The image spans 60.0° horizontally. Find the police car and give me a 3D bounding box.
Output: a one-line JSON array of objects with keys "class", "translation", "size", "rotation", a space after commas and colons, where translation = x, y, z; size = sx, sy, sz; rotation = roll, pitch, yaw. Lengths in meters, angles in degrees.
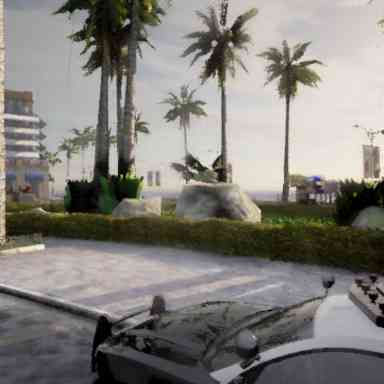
[{"class": "police car", "translation": [1.278, 1.434, 2.341], "size": [5.238, 1.638, 1.930], "rotation": [0, 0, 36]}]
